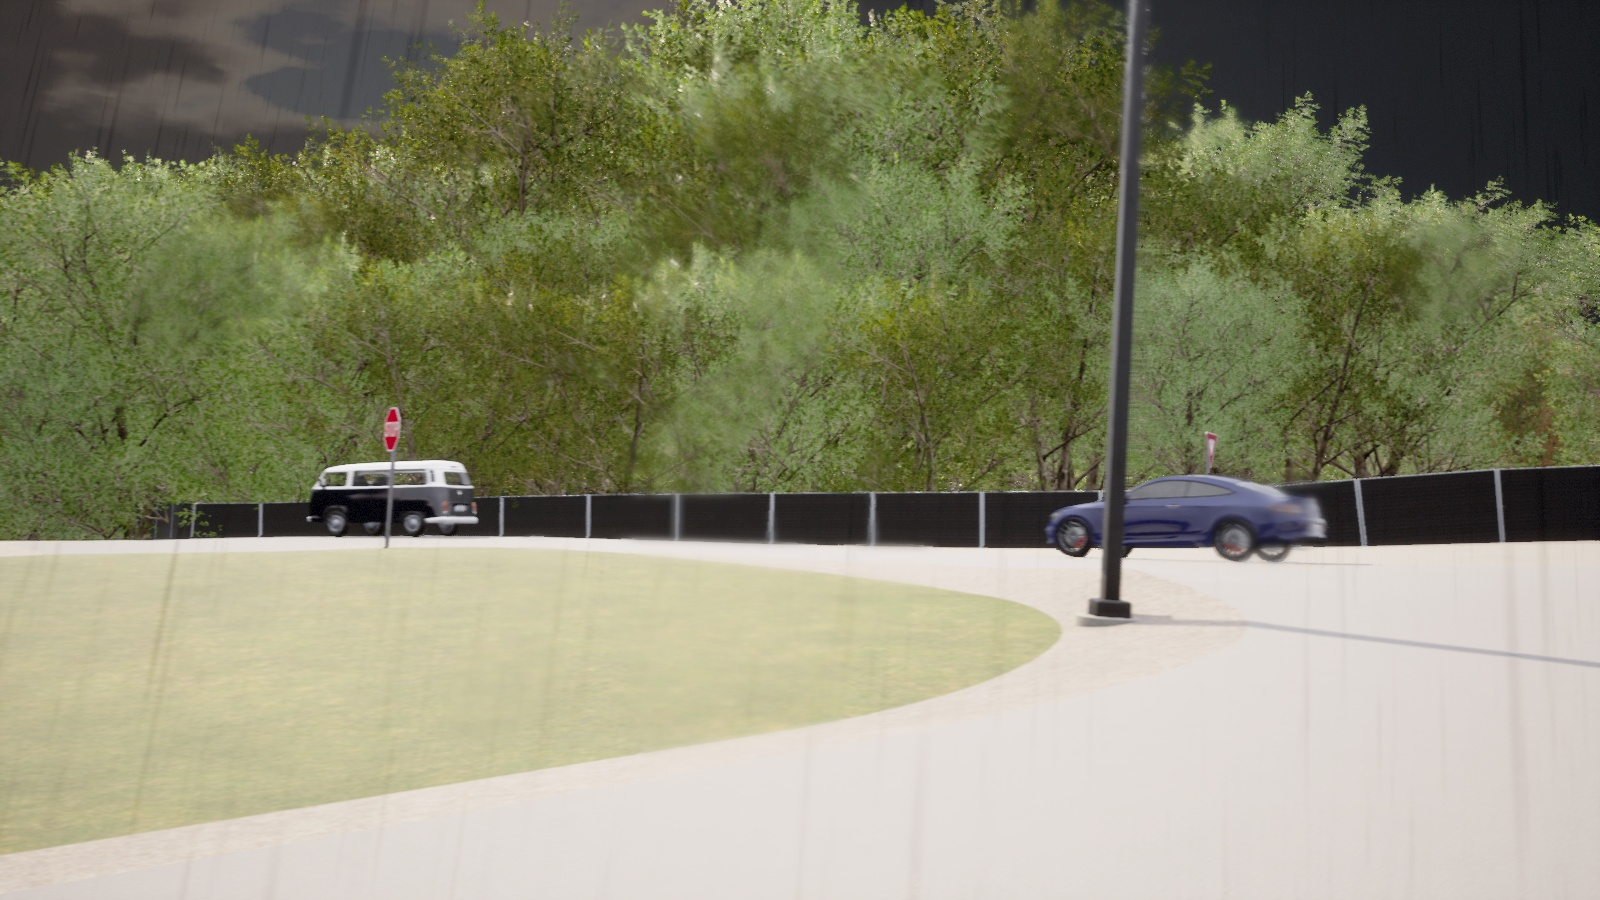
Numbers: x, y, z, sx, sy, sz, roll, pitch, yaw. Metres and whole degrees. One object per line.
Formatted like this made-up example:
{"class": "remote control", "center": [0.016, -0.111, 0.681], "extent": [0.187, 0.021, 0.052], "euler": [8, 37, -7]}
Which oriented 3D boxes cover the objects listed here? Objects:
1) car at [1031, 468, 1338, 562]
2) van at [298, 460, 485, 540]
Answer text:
{"class": "car", "center": [6.470, 1.141, 21.490], "extent": [4.674, 1.442, 1.812], "euler": [-3, -5, 41]}
{"class": "van", "center": [-11.079, 1.393, 34.109], "extent": [4.480, 2.038, 2.069], "euler": [-2, -4, 19]}
